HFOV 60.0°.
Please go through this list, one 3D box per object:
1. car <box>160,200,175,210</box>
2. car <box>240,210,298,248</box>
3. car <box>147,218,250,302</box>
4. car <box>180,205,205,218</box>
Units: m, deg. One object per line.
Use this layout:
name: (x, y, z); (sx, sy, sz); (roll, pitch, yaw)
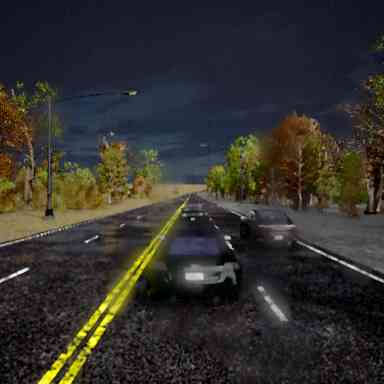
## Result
car: (-3.259, 1.746, 44.983); (2.033, 1.411, 5.357); (0, 0, 0)
car: (3.324, 1.540, 15.074); (2.128, 1.511, 4.902); (0, 0, 1)
car: (0.061, 1.596, 8.382); (1.994, 1.385, 4.181); (0, 0, 0)
car: (0.063, 1.676, 26.751); (1.895, 1.301, 4.718); (-2, 1, 0)
